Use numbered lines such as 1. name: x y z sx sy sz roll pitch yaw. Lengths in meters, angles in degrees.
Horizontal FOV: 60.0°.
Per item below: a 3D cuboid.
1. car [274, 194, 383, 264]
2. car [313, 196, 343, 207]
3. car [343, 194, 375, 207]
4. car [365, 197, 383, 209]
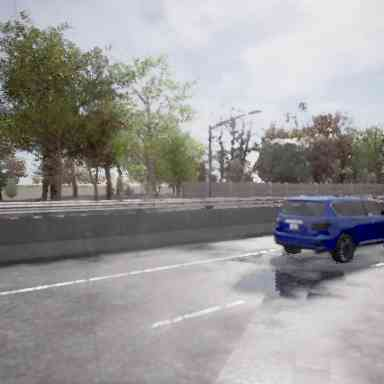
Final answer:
1. car: 5.351 1.164 11.879 5.566 2.045 2.150 0 0 -35
2. car: 19.598 1.323 47.993 4.674 1.442 1.812 0 0 -36
3. car: 23.306 1.141 46.371 4.553 1.767 2.097 0 0 -35
4. car: 24.561 1.395 42.975 4.718 1.301 1.895 0 0 -35
